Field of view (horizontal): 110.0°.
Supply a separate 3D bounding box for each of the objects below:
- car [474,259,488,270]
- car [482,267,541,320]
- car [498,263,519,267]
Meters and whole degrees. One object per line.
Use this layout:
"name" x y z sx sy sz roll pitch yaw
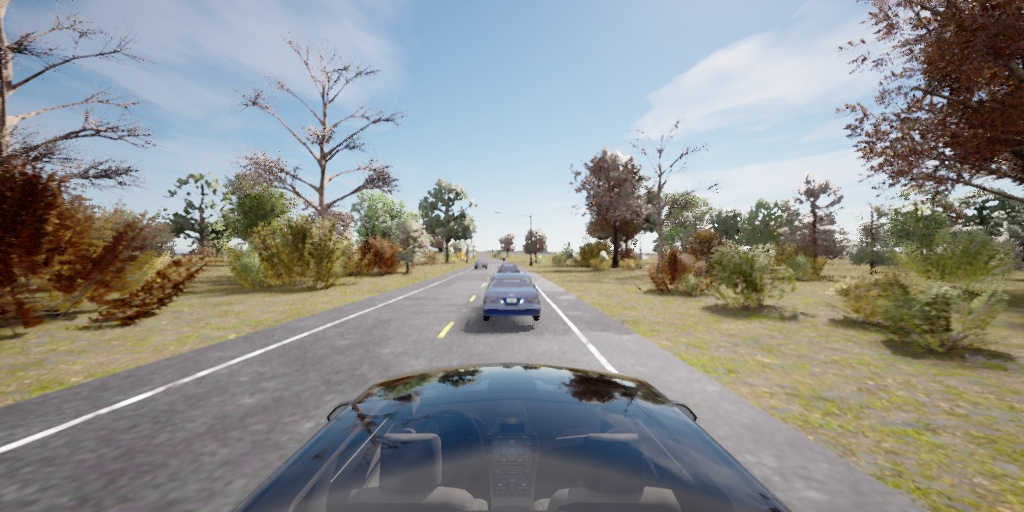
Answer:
"car" -4.632 1.245 53.791 2.128 1.511 4.902 0 0 -2
"car" -0.015 1.298 12.631 2.033 1.411 5.357 0 0 0
"car" -0.299 1.316 31.891 1.994 1.385 4.181 0 0 -1
